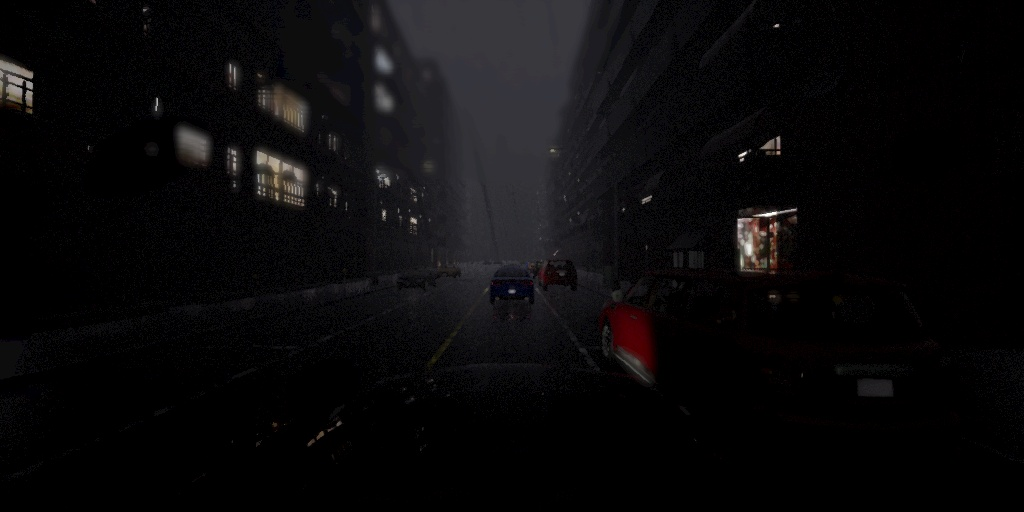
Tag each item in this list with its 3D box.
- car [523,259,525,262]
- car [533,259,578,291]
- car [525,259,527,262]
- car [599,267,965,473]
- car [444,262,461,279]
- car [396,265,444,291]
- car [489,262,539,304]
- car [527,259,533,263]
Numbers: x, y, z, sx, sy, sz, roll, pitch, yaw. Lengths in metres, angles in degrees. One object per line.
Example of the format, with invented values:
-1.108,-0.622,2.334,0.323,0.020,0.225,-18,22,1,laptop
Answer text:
3.140,1.249,56.584,1.882,1.535,5.008,0,0,0,car
2.691,1.069,21.753,2.192,1.841,5.009,0,0,0,car
3.150,1.225,49.774,1.801,1.575,5.366,0,0,0,car
2.691,1.064,5.050,2.192,1.841,5.009,0,0,0,car
-5.690,1.284,32.753,1.751,1.417,4.829,0,0,0,car
-5.690,1.305,21.786,2.007,1.370,4.403,0,0,0,car
-0.001,1.238,16.501,1.882,1.535,5.008,0,0,0,car
2.691,1.199,32.889,1.967,1.591,4.097,0,0,0,car
